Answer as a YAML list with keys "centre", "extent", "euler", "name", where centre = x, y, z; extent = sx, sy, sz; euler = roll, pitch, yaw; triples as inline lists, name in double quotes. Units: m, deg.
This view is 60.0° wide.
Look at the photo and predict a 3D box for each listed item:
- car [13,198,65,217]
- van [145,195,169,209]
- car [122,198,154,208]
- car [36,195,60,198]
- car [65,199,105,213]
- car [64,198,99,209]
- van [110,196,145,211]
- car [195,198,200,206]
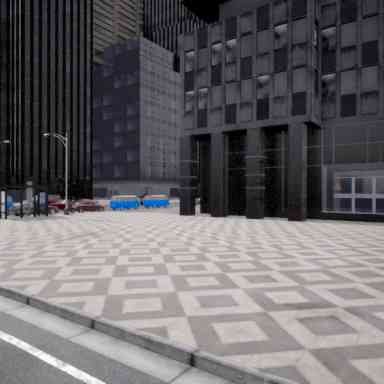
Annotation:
- centre: [-14.606, 1.547, 30.948]
  extent: [2.008, 1.369, 4.403]
  euler: [0, 0, 35]
  name: "car"
- centre: [-4.724, 1.328, 44.821]
  extent: [1.690, 1.788, 3.998]
  euler: [0, 0, 35]
  name: "van"
- centre: [-8.101, 1.570, 50.162]
  extent: [1.895, 1.301, 4.718]
  euler: [0, 0, 36]
  name: "car"
- centre: [-18.256, 1.283, 40.517]
  extent: [2.192, 1.841, 5.009]
  euler: [0, 0, 35]
  name: "car"
- centre: [-11.312, 1.575, 35.573]
  extent: [1.802, 1.307, 4.206]
  euler: [0, 0, 35]
  name: "car"
- centre: [-14.962, 1.547, 45.142]
  extent: [1.802, 1.307, 4.206]
  euler: [0, 0, 35]
  name: "car"
- centre: [-8.017, 1.330, 40.197]
  extent: [1.690, 1.788, 3.998]
  euler: [0, 0, 35]
  name: "van"
- centre: [1.864, 1.568, 54.069]
  extent: [1.802, 1.307, 4.206]
  euler: [0, 0, 35]
  name: "car"
